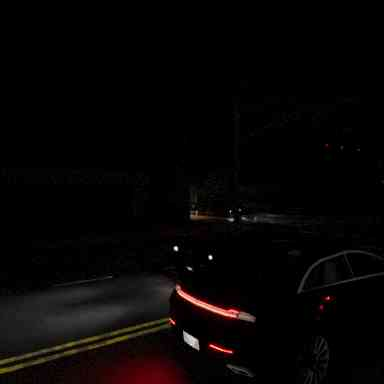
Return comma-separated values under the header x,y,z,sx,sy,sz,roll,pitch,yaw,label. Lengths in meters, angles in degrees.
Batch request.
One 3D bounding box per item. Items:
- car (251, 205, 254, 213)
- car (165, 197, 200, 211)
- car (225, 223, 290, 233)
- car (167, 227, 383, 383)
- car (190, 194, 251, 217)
x,y,z,sx,sy,sz,roll,pitch,yaw,label
4.264,1.478,34.820,1.882,1.535,5.008,0,0,-37,car
-1.274,1.491,42.241,2.128,1.511,4.902,0,0,-37,car
1.732,1.601,9.588,4.718,1.301,1.895,0,0,-36,car
1.964,1.492,5.231,4.902,1.511,2.128,0,0,-35,car
2.546,1.221,31.277,2.150,2.045,5.566,0,0,-36,car
